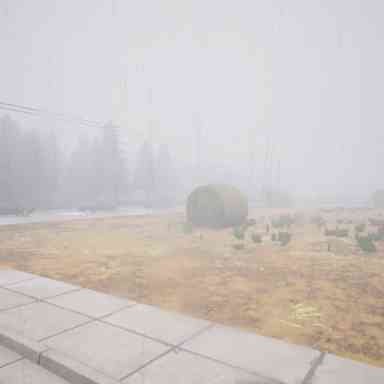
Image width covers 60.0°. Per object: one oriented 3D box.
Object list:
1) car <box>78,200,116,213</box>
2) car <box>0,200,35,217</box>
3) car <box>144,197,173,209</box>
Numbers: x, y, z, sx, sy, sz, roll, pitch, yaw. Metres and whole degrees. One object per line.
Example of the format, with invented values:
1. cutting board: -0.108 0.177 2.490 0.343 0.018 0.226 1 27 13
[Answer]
1. car: -10.727 1.591 37.768 1.994 1.385 4.181 0 0 36
2. car: -16.671 1.518 29.741 2.128 1.511 4.902 0 0 37
3. car: -4.574 1.532 46.051 1.837 1.490 4.892 0 0 36
